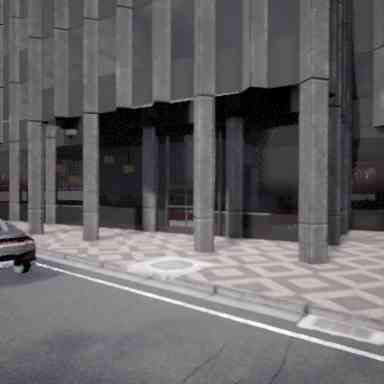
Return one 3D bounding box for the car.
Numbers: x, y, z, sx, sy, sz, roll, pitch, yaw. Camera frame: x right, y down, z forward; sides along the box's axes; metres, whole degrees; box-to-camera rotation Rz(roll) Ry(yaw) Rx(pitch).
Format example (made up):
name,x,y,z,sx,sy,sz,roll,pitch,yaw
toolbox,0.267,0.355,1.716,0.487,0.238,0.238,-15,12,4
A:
name,x,y,z,sx,sy,sz,roll,pitch,yaw
car,-6.188,1.461,9.240,4.902,1.511,2.128,0,0,38
